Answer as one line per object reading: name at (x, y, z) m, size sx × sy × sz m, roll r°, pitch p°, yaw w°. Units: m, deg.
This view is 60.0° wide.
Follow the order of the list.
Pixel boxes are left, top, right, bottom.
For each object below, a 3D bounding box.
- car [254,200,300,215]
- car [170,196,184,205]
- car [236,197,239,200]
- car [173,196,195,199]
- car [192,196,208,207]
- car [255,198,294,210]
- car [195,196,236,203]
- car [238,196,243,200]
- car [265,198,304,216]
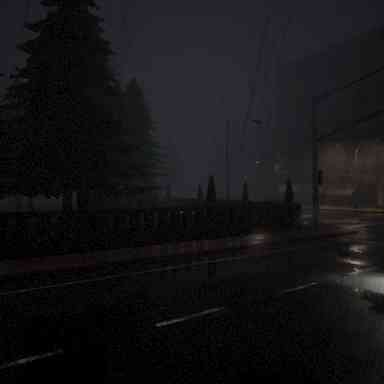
car at (8.456, 1.508, 33.450) m, size 1.994 × 1.385 × 4.181 m, roll 0°, pitch 0°, yaw -32°
car at (-2.551, 1.436, 56.516) m, size 2.128 × 1.511 × 4.902 m, roll 0°, pitch 0°, yaw 0°
car at (3.673, 1.545, 42.243) m, size 1.895 × 1.301 × 4.718 m, roll 0°, pitch 0°, yaw -20°
car at (-1.213, 1.470, 46.286) m, size 1.812 × 1.442 × 4.674 m, roll 0°, pitch 0°, yaw -14°
car at (1.217, 1.422, 52.383) m, size 1.882 × 1.535 × 5.008 m, roll 0°, pitch 0°, yaw -6°
car at (10.745, 1.491, 43.572) m, size 2.033 × 1.411 × 5.357 m, roll 0°, pitch 0°, yaw -25°
car at (2.498, 1.470, 36.813) m, size 1.812 × 1.442 × 4.674 m, roll 0°, pitch 0°, yaw -28°
car at (10.202, 1.469, 68.850) m, size 1.812 × 1.442 × 4.674 m, roll 0°, pitch 0°, yaw 20°
car at (7.287, 1.422, 28.803) m, size 1.882 × 1.535 × 5.008 m, roll 0°, pitch 0°, yaw -33°
